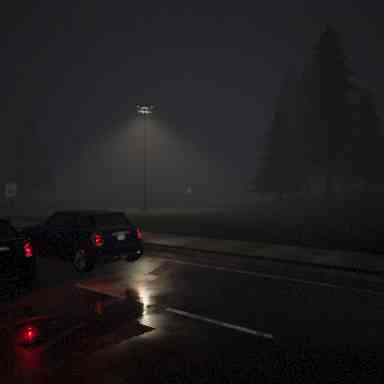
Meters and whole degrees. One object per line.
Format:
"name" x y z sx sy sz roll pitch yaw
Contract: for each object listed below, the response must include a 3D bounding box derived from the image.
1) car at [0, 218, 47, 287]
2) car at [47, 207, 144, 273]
"car" -5.818 1.334 8.040 4.553 1.767 2.097 0 0 36
"car" -3.780 1.334 10.885 4.553 1.767 2.097 0 0 36
